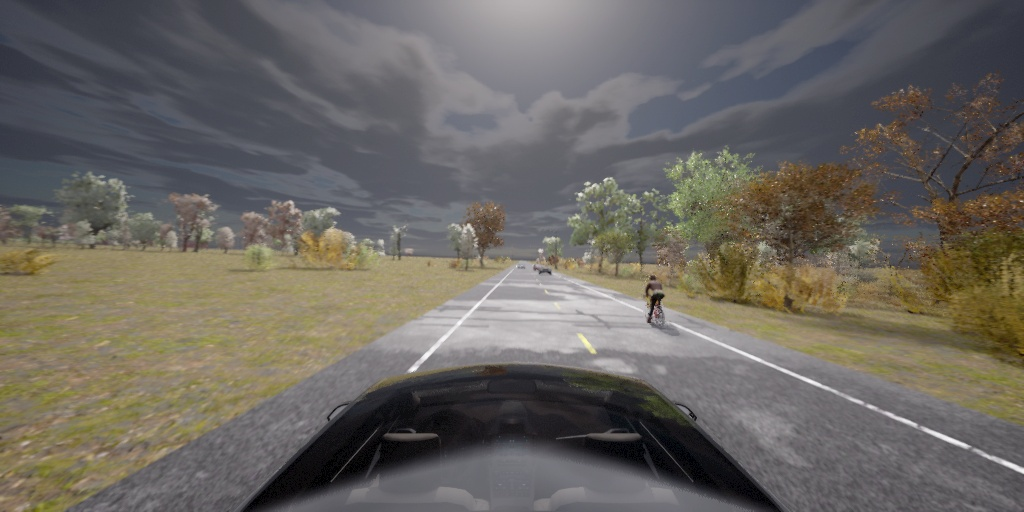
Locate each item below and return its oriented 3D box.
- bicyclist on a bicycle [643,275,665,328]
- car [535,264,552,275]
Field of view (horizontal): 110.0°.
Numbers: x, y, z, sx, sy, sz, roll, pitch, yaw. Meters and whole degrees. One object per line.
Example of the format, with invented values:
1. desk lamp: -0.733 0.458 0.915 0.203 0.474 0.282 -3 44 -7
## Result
1. bicyclist on a bicycle: 4.633 1.463 11.698 0.582 1.620 1.656 2 -1 2
2. car: 4.965 2.144 54.494 1.895 1.301 4.718 2 -1 2
